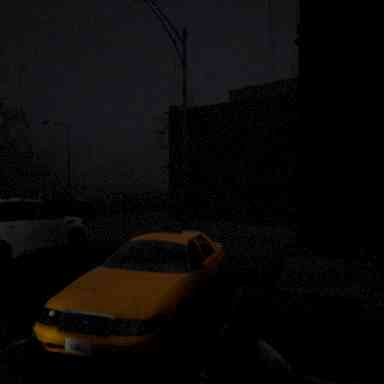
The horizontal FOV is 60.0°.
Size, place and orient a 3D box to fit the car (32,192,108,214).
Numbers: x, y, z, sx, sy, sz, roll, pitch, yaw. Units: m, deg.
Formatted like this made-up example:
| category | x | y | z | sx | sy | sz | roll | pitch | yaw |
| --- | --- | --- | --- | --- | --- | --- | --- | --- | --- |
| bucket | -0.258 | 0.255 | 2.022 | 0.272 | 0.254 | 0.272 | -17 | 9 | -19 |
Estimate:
| category | x | y | z | sx | sy | sz | roll | pitch | yaw |
| --- | --- | --- | --- | --- | --- | --- | --- | --- | --- |
| car | -10.929 | 1.074 | 29.893 | 5.566 | 2.045 | 2.435 | 1 | 0 | 14 |

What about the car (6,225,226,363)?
| category | x | y | z | sx | sy | sz | roll | pitch | yaw |
| --- | --- | --- | --- | --- | --- | --- | --- | --- | --- |
| car | -0.576 | 1.454 | 6.365 | 1.946 | 1.575 | 5.366 | 1 | 0 | 15 |

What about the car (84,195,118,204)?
| category | x | y | z | sx | sy | sz | roll | pitch | yaw |
| --- | --- | --- | --- | --- | --- | --- | --- | --- | --- |
| car | -14.843 | 1.226 | 54.447 | 4.892 | 1.521 | 2.231 | 0 | -1 | 14 |

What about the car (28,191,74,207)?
| category | x | y | z | sx | sy | sz | roll | pitch | yaw |
| --- | --- | --- | --- | --- | --- | --- | --- | --- | --- |
| car | -19.883 | 0.971 | 46.931 | 5.566 | 2.045 | 2.435 | 0 | -1 | 14 |

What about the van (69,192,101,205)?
| category | x | y | z | sx | sy | sz | roll | pitch | yaw |
| --- | --- | --- | --- | --- | --- | --- | --- | --- | --- |
| van | -16.644 | 0.999 | 51.961 | 4.442 | 1.987 | 1.878 | 0 | 0 | 14 |

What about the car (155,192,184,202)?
| category | x | y | z | sx | sy | sz | roll | pitch | yaw |
| --- | --- | --- | --- | --- | --- | --- | --- | --- | --- |
| car | -4.666 | 0.974 | 69.461 | 5.566 | 2.045 | 2.435 | 0 | 0 | 14 |

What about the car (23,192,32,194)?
| category | x | y | z | sx | sy | sz | roll | pitch | yaw |
| --- | --- | --- | --- | --- | --- | --- | --- | --- | --- |
| car | -21.628 | 0.971 | 44.418 | 5.566 | 2.045 | 2.435 | 0 | 0 | 14 |

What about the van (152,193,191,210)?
| category | x | y | z | sx | sy | sz | roll | pitch | yaw |
| --- | --- | --- | --- | --- | --- | --- | --- | --- | --- |
| van | -2.567 | 1.106 | 42.128 | 4.442 | 1.987 | 1.878 | 1 | 0 | 14 |

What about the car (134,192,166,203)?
| category | x | y | z | sx | sy | sz | roll | pitch | yaw |
| --- | --- | --- | --- | --- | --- | --- | --- | --- | --- |
| car | -8.106 | 0.975 | 64.468 | 5.566 | 2.045 | 2.435 | 0 | 0 | 14 |

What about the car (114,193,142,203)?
| category | x | y | z | sx | sy | sz | roll | pitch | yaw |
| --- | --- | --- | --- | --- | --- | --- | --- | --- | --- |
| car | -11.429 | 1.100 | 59.442 | 4.553 | 1.767 | 2.185 | 0 | 0 | 14 |

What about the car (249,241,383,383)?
| category | x | y | z | sx | sy | sz | roll | pitch | yaw |
| --- | --- | --- | --- | --- | --- | --- | --- | --- | --- |
| car | 1.925 | 1.518 | 4.807 | 2.002 | 1.452 | 4.674 | 1 | 0 | 15 |

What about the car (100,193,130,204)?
| category | x | y | z | sx | sy | sz | roll | pitch | yaw |
| --- | --- | --- | --- | --- | --- | --- | --- | --- | --- |
| car | -13.117 | 1.100 | 56.926 | 4.553 | 1.767 | 2.185 | 0 | 0 | 14 |

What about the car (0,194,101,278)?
| category | x | y | z | sx | sy | sz | roll | pitch | yaw |
| --- | --- | --- | --- | --- | --- | --- | --- | --- | --- |
| car | -5.428 | 1.169 | 10.053 | 2.435 | 2.045 | 5.566 | 0 | 0 | 15 |

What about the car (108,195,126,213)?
| category | x | y | z | sx | sy | sz | roll | pitch | yaw |
| --- | --- | --- | --- | --- | --- | --- | --- | --- | --- |
| car | -9.333 | 1.355 | 32.335 | 4.792 | 1.488 | 2.163 | 1 | 1 | 14 |

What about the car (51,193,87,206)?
| category | x | y | z | sx | sy | sz | roll | pitch | yaw |
| --- | --- | --- | --- | --- | --- | --- | --- | --- | --- |
| car | -18.250 | 1.098 | 49.446 | 4.553 | 1.767 | 2.185 | 0 | -1 | 14 |

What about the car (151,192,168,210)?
| category | x | y | z | sx | sy | sz | roll | pitch | yaw |
| --- | --- | --- | --- | --- | --- | --- | --- | --- | --- |
| car | -6.019 | 1.076 | 37.248 | 5.566 | 2.045 | 2.435 | 1 | 1 | 14 |

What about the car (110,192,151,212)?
| category | x | y | z | sx | sy | sz | roll | pitch | yaw |
| --- | --- | --- | --- | --- | --- | --- | --- | --- | --- |
| car | -7.675 | 1.075 | 34.795 | 5.566 | 2.045 | 2.435 | 1 | 1 | 14 |
